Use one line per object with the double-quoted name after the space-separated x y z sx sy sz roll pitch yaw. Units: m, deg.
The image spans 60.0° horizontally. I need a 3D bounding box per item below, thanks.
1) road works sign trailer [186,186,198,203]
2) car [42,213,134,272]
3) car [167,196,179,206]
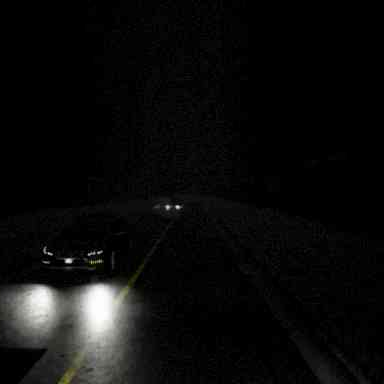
-0.028 0.451 69.145 2.380 3.560 2.880 0 0 0 "road works sign trailer"
-3.106 1.489 10.796 1.837 1.490 4.892 0 0 0 "car"
-3.082 1.448 54.834 1.882 1.535 5.008 0 0 0 "car"
